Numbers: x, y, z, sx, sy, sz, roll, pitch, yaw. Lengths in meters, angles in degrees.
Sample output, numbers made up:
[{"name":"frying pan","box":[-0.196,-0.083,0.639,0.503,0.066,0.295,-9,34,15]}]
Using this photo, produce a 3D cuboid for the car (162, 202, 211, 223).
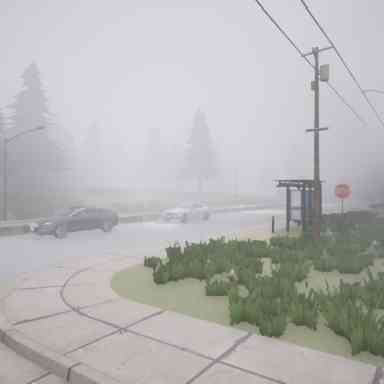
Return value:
[{"name":"car","box":[-0.305,1.526,25.833,1.812,1.442,4.674,0,0,36]}]

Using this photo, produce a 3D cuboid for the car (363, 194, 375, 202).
[{"name":"car","box":[41.493,1.355,77.942,2.097,1.767,4.553,0,0,36]}]

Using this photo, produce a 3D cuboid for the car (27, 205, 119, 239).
[{"name":"car","box":[-6.150,1.492,17.760,2.128,1.511,4.902,0,0,36]}]
